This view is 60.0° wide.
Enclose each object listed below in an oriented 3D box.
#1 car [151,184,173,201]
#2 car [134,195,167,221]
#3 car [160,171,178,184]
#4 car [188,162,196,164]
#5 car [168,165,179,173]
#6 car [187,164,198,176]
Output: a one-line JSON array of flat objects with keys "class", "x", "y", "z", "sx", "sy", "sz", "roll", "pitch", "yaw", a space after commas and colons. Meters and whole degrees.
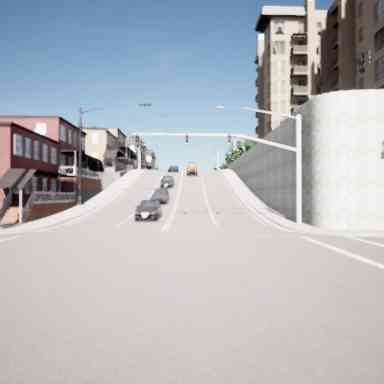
[{"class": "car", "x": -3.575, "y": 0.390, "z": 37.896, "sx": 2.033, "sy": 1.411, "sz": 5.357, "roll": 0, "pitch": 8, "yaw": 1}, {"class": "car", "x": -3.584, "y": 1.427, "z": 27.719, "sx": 2.128, "sy": 1.511, "sz": 4.902, "roll": 0, "pitch": 4, "yaw": 0}, {"class": "car", "x": -3.555, "y": -1.579, "z": 48.190, "sx": 2.128, "sy": 1.511, "sz": 4.902, "roll": 0, "pitch": 12, "yaw": 1}, {"class": "car", "x": 0.012, "y": -5.512, "z": 68.923, "sx": 2.097, "sy": 1.767, "sz": 4.553, "roll": 0, "pitch": 5, "yaw": 0}, {"class": "car", "x": -3.492, "y": -4.434, "z": 63.096, "sx": 1.994, "sy": 1.385, "sz": 4.181, "roll": 0, "pitch": 9, "yaw": 0}, {"class": "car", "x": 0.011, "y": -3.684, "z": 59.036, "sx": 1.895, "sy": 1.301, "sz": 4.718, "roll": 0, "pitch": 11, "yaw": 0}]
